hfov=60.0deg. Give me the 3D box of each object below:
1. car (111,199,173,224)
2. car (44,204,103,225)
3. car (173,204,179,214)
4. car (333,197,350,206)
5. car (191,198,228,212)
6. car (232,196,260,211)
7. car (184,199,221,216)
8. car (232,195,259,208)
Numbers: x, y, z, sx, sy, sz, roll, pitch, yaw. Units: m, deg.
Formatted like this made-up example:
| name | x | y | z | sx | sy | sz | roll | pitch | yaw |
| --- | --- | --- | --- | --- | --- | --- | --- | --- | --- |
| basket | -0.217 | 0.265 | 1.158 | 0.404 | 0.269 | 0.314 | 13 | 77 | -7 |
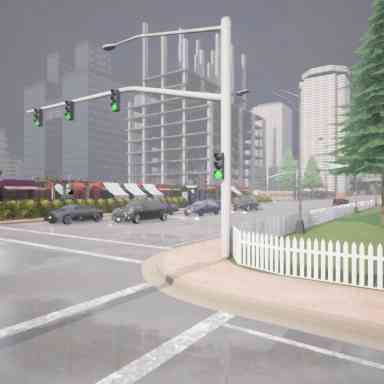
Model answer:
| name | x | y | z | sx | sy | sz | roll | pitch | yaw |
| --- | --- | --- | --- | --- | --- | --- | --- | --- | --- |
| car | -3.892 | 1.352 | 25.140 | 2.097 | 1.767 | 4.553 | 0 | 0 | 34 |
| car | -8.606 | 1.564 | 24.422 | 1.994 | 1.385 | 4.181 | 0 | 0 | 34 |
| car | -3.423 | 1.547 | 32.076 | 2.033 | 1.411 | 5.357 | 0 | 0 | 34 |
| car | 24.103 | 1.478 | 53.649 | 1.882 | 1.535 | 5.008 | 0 | 0 | 34 |
| car | 2.223 | 1.547 | 40.411 | 2.033 | 1.411 | 5.357 | 0 | 0 | 34 |
| car | 6.696 | 1.505 | 40.759 | 1.837 | 1.490 | 4.892 | 0 | 0 | 34 |
| car | 1.060 | 1.526 | 32.433 | 1.812 | 1.442 | 4.674 | 0 | 0 | 34 |
| car | 7.927 | 1.352 | 48.764 | 2.097 | 1.767 | 4.553 | 0 | 0 | 35 |
